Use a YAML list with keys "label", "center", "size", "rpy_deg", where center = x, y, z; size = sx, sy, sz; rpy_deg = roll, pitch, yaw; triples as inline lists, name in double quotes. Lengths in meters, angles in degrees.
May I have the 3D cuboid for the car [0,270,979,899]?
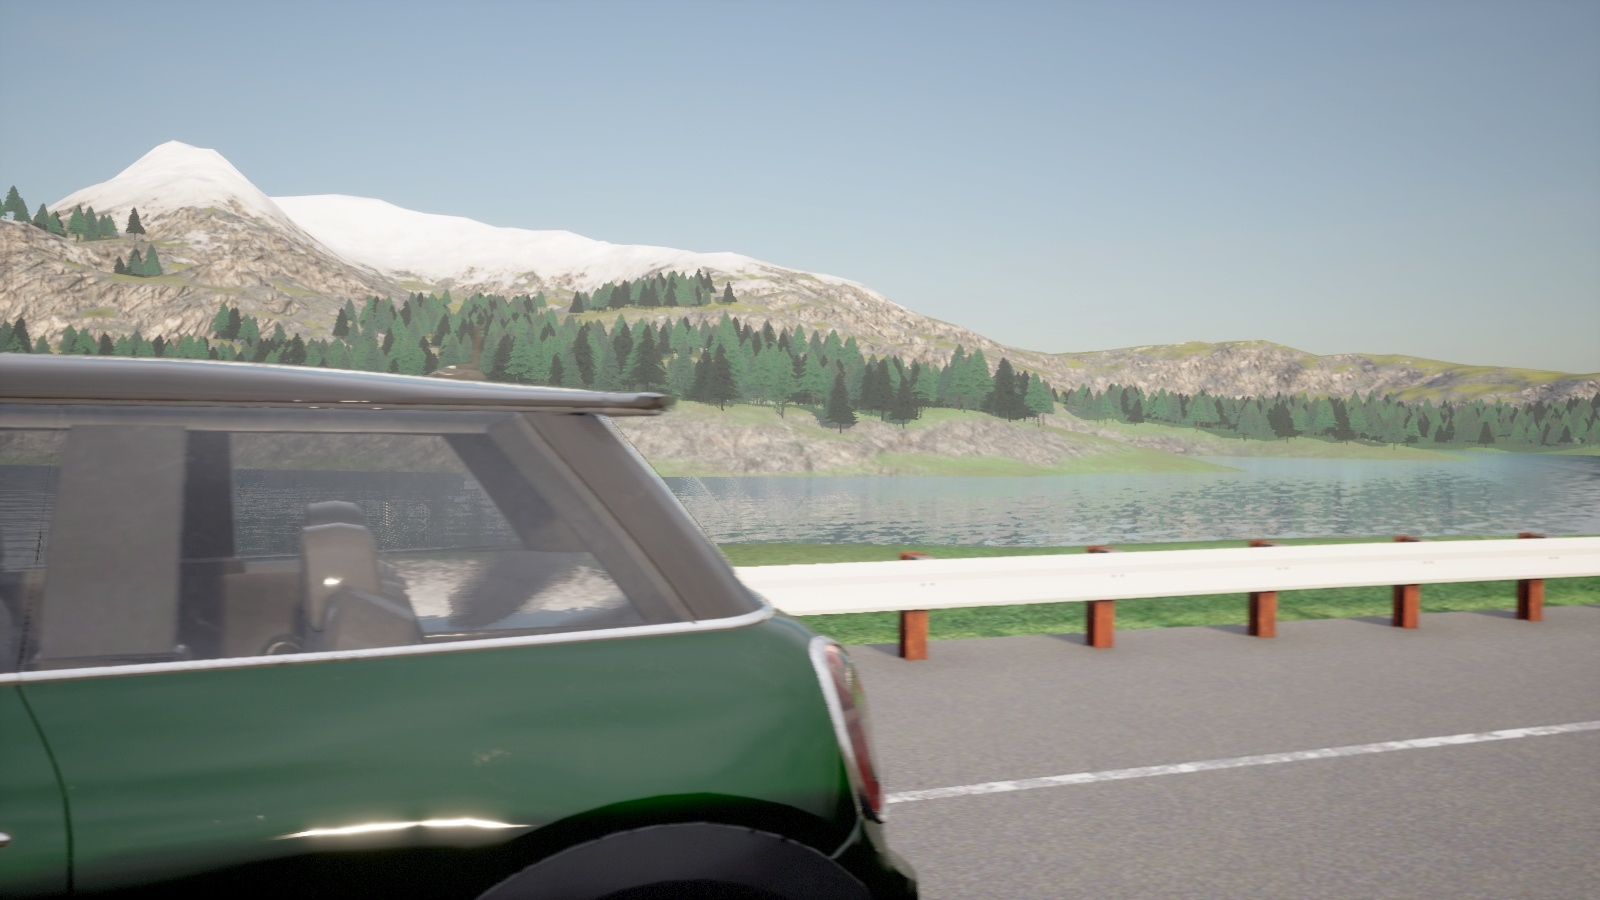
- label: "car"
  center: [-2.184, 0.641, 2.408]
  size: [4.553, 1.767, 2.097]
  rpy_deg: [-1, 1, -21]
